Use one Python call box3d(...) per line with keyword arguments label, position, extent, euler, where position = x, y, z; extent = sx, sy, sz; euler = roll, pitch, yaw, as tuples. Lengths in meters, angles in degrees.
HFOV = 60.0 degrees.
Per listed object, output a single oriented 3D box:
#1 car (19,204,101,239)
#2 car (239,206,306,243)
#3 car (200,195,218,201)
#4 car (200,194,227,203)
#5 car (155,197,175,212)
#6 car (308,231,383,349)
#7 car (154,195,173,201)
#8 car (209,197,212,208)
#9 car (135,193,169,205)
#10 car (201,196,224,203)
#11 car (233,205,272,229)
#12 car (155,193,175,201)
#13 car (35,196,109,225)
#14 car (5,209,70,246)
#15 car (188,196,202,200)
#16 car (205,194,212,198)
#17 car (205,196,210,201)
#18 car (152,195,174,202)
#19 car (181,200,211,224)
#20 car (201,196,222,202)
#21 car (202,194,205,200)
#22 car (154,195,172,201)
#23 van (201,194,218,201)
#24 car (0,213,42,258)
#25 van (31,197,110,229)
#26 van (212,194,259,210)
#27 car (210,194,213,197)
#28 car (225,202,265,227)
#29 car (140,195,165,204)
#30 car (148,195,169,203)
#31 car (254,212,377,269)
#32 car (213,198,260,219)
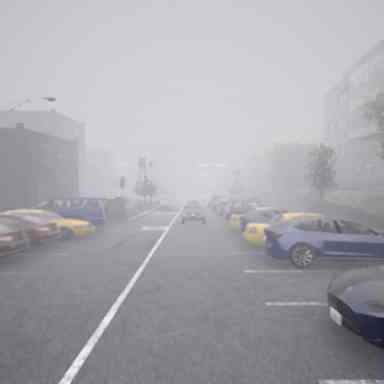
box3d(label="car", position=(-7.496, 1.513, 16.196), extent=(5.366, 1.575, 1.946), euler=(0, 0, 0))
box3d(label="car", position=(4.835, 1.507, 13.552), extent=(5.366, 1.575, 1.946), euler=(0, 0, 0))
box3d(label="car", position=(4.640, 1.668, 91.787), extent=(4.892, 1.521, 2.231), euler=(0, 1, 0))
box3d(label="car", position=(4.619, 1.401, 72.219), extent=(5.566, 2.045, 2.435), euler=(0, 0, 0))
box3d(label="car", position=(-3.064, 1.620, 40.326), extent=(1.812, 1.442, 4.674), euler=(0, 0, 0))
box3d(label="car", position=(4.620, 1.519, 5.171), extent=(4.792, 1.488, 2.163), euler=(0, 0, 0))
box3d(label="car", position=(-7.689, 1.672, 91.372), extent=(5.008, 1.535, 2.097), euler=(0, 0, 0))
box3d(label="car", position=(4.643, 1.564, 36.026), extent=(5.008, 1.535, 2.097), euler=(0, 0, 0))
box3d(label="car", position=(-7.711, 1.377, 62.094), extent=(5.566, 2.045, 2.435), euler=(0, 0, 0))
box3d(label="car", position=(4.641, 1.659, 75.013), extent=(5.008, 1.535, 2.097), euler=(0, 0, 0))
box3d(label="car", position=(4.678, 1.546, 16.346), extent=(4.792, 1.488, 2.163), euler=(0, 0, 0))
box3d(label="car", position=(-7.655, 1.380, 94.314), extent=(5.566, 2.045, 2.435), euler=(0, 1, 0))
box3d(label="car", position=(-7.709, 1.272, 18.862), extent=(5.566, 2.045, 2.435), euler=(0, 0, 0))
box3d(label="car", position=(-7.678, 1.549, 13.280), extent=(4.674, 1.452, 2.002), euler=(0, 0, 0))
box3d(label="car", position=(0.083, 1.610, 44.456), extent=(1.837, 1.490, 4.892), euler=(0, 0, 0))
box3d(label="car", position=(4.617, 1.473, 49.869), extent=(4.553, 1.767, 2.185), euler=(0, 0, 0))
box3d(label="car", position=(4.676, 1.621, 47.078), extent=(4.792, 1.488, 2.163), euler=(0, 0, 0))
box3d(label="car", position=(-7.498, 1.682, 85.600), extent=(5.366, 1.575, 1.946), euler=(0, 0, 0))
box3d(label="car", position=(0.100, 1.607, 25.538), extent=(2.033, 1.411, 5.357), euler=(0, 0, 0))
box3d(label="car", position=(4.640, 1.674, 80.724), extent=(4.892, 1.521, 2.231), euler=(0, 0, 0))
box3d(label="car", position=(4.675, 1.354, 52.665), extent=(5.566, 2.045, 2.435), euler=(0, 0, 0))
box3d(label="car", position=(-7.653, 1.562, 88.542), extent=(4.553, 1.767, 2.185), euler=(0, 0, 0))
box3d(label="van", position=(4.530, 1.461, 88.978), extent=(4.442, 1.987, 1.878), euler=(0, 0, 0))
box3d(label="car", position=(-7.678, 1.543, 10.613), extent=(4.674, 1.452, 2.002), euler=(0, 0, 0))
box3d(label="van", position=(-7.798, 1.304, 21.653), extent=(4.442, 1.987, 1.878), euler=(0, 0, 0))
box3d(label="van", position=(4.532, 1.332, 33.108), extent=(4.442, 1.987, 1.878), euler=(0, 0, 0))
box3d(label="car", position=(4.679, 1.445, 38.696), extent=(4.553, 1.767, 2.185), euler=(0, 0, 0))
box3d(label="car", position=(4.834, 1.521, 19.139), extent=(5.366, 1.575, 1.946), euler=(0, 0, 0))
box3d(label="car", position=(-7.651, 1.509, 64.907), extent=(4.553, 1.767, 2.185), euler=(0, 0, 0))
box3d(label="car", position=(-7.714, 1.538, 76.785), extent=(4.553, 1.767, 2.185), euler=(0, 0, 0))
box3d(label="car", position=(4.679, 1.533, 10.758), extent=(4.792, 1.488, 2.163), euler=(0, 0, 0))
box3d(label="car", position=(4.654, 1.552, 30.314), extent=(4.892, 1.521, 2.231), euler=(0, 0, 0))
